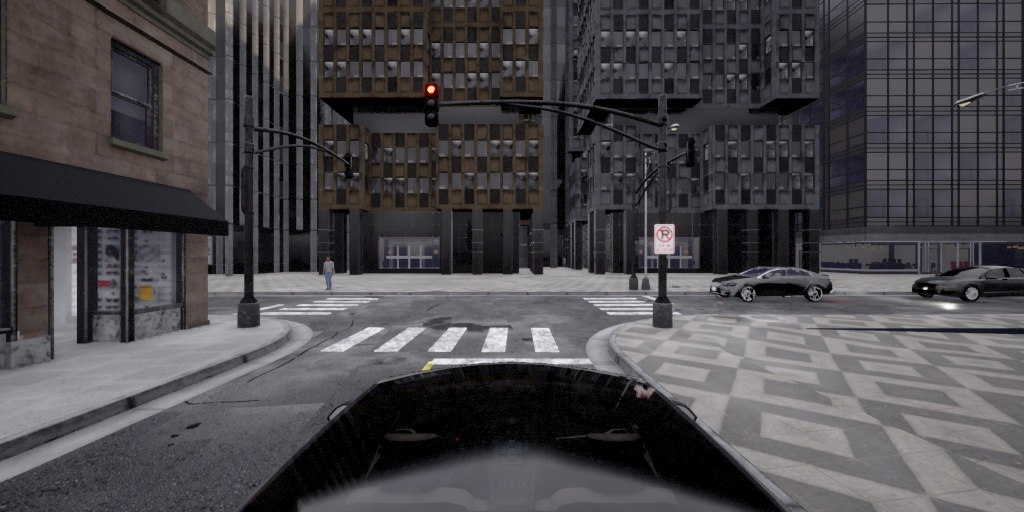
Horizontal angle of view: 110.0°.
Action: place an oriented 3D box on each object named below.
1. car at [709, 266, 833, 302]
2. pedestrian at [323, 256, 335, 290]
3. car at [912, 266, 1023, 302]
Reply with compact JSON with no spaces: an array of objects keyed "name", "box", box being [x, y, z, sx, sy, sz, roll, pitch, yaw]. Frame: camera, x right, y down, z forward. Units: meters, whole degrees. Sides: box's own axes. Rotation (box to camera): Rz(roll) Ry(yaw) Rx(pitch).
[{"name":"car","box":[11.635,1.222,16.289,4.902,1.511,2.128,0,0,0]},{"name":"pedestrian","box":[-9.927,0.902,19.470,0.375,1.860,0.375,0,0,0]},{"name":"car","box":[21.155,1.223,16.221,4.892,1.490,1.837,0,0,1]}]
